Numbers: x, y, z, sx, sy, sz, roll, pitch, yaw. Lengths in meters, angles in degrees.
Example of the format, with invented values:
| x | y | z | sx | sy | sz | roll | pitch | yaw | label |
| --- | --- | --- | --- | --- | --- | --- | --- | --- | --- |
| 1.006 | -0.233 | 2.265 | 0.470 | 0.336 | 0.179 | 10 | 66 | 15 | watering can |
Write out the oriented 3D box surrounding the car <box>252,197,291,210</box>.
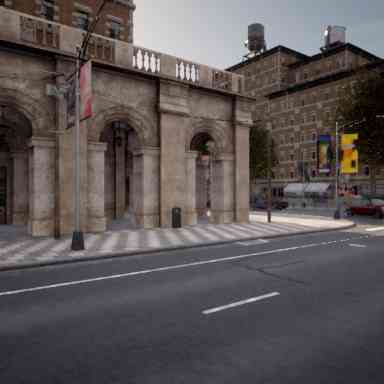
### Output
| x | y | z | sx | sy | sz | roll | pitch | yaw | label |
| --- | --- | --- | --- | --- | --- | --- | --- | --- | --- |
| 10.551 | 1.477 | 44.355 | 1.882 | 1.535 | 5.008 | 0 | 0 | -36 | car |

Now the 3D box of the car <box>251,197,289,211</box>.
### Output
| x | y | z | sx | sy | sz | roll | pitch | yaw | label |
| --- | --- | --- | --- | --- | --- | --- | --- | --- | --- |
| 9.121 | 1.563 | 40.345 | 1.994 | 1.385 | 4.181 | 0 | 0 | -36 | car |

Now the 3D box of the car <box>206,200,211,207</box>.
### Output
| x | y | z | sx | sy | sz | roll | pitch | yaw | label |
| --- | --- | --- | --- | --- | --- | --- | --- | --- | --- |
| 1.151 | 1.595 | 46.040 | 1.895 | 1.301 | 4.718 | 0 | 0 | -36 | car |

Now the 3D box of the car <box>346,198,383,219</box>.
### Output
| x | y | z | sx | sy | sz | roll | pitch | yaw | label |
| --- | --- | --- | --- | --- | --- | --- | --- | --- | --- |
| 15.725 | 1.351 | 28.901 | 2.097 | 1.767 | 4.553 | 0 | 0 | -18 | car |

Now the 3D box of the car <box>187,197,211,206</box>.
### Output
| x | y | z | sx | sy | sz | roll | pitch | yaw | label |
| --- | --- | --- | --- | --- | --- | --- | --- | --- | --- |
| 1.232 | 1.563 | 57.339 | 1.994 | 1.385 | 4.181 | 0 | 0 | -36 | car |
